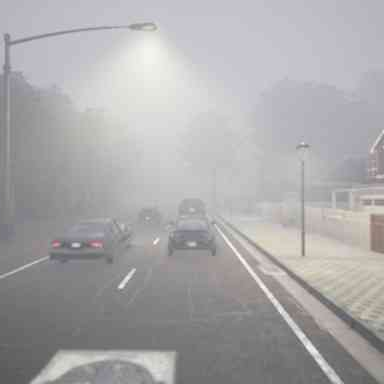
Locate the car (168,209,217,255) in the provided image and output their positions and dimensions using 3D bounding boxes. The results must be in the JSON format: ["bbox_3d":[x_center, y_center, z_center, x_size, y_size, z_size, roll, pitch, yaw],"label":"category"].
[{"bbox_3d":[0.024,1.668,13.907,1.812,1.442,4.674,0,0,1],"label":"car"}]

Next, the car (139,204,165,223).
[{"bbox_3d":[-3.480,1.796,28.501,1.837,1.490,4.892,0,0,0],"label":"car"}]

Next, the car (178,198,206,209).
[{"bbox_3d":[0.009,1.504,27.582,2.150,2.045,5.566,0,0,0],"label":"car"}]

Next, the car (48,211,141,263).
[{"bbox_3d":[-3.491,1.676,12.545,2.033,1.411,5.357,0,-1,0],"label":"car"}]
